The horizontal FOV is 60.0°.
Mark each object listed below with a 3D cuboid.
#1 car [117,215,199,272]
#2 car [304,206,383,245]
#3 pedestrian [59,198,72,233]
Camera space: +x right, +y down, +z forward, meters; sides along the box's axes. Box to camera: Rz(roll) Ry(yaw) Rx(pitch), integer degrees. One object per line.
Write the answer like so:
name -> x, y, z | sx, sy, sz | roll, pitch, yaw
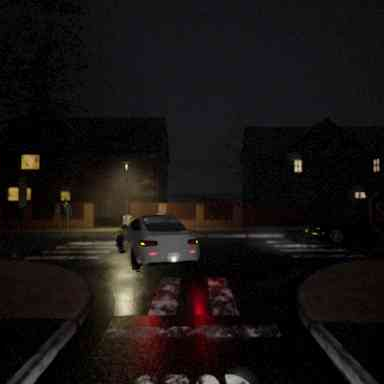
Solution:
car -> -1.180, 1.458, 10.548 | 1.812, 1.442, 4.674 | 1, -1, -18
car -> 7.397, 1.410, 14.454 | 4.892, 1.490, 1.837 | -1, -1, 1
pedestrian -> -6.695, 1.226, 17.569 | 0.375, 1.860, 0.375 | 0, 0, 1
